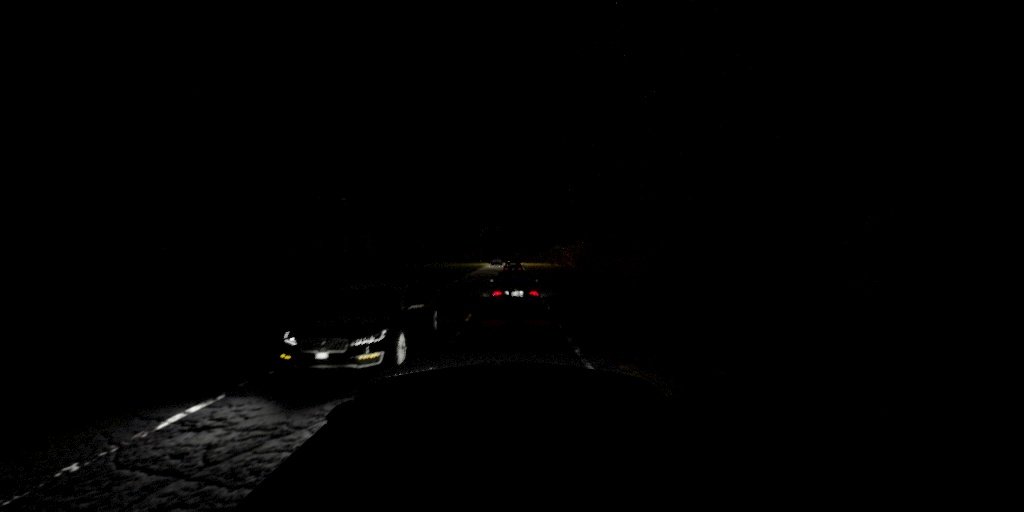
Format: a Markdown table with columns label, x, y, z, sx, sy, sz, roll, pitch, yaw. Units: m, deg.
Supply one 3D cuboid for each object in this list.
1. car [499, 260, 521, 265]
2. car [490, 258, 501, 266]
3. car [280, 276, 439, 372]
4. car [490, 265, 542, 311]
| label | x | y | z | sx | sy | sz | roll | pitch | yaw |
| --- | --- | --- | --- | --- | --- | --- | --- | --- | --- |
| car | 0.095 | 1.190 | 34.216 | 2.033 | 1.411 | 5.357 | 0 | 0 | 0 |
| car | -2.752 | 1.048 | 63.993 | 1.812 | 1.442 | 4.674 | 0 | 0 | -1 |
| car | -2.852 | 1.238 | 7.805 | 1.837 | 1.490 | 4.892 | 0 | 0 | 0 |
| car | 0.101 | 1.261 | 14.129 | 2.033 | 1.411 | 5.357 | 0 | 0 | -1 |
